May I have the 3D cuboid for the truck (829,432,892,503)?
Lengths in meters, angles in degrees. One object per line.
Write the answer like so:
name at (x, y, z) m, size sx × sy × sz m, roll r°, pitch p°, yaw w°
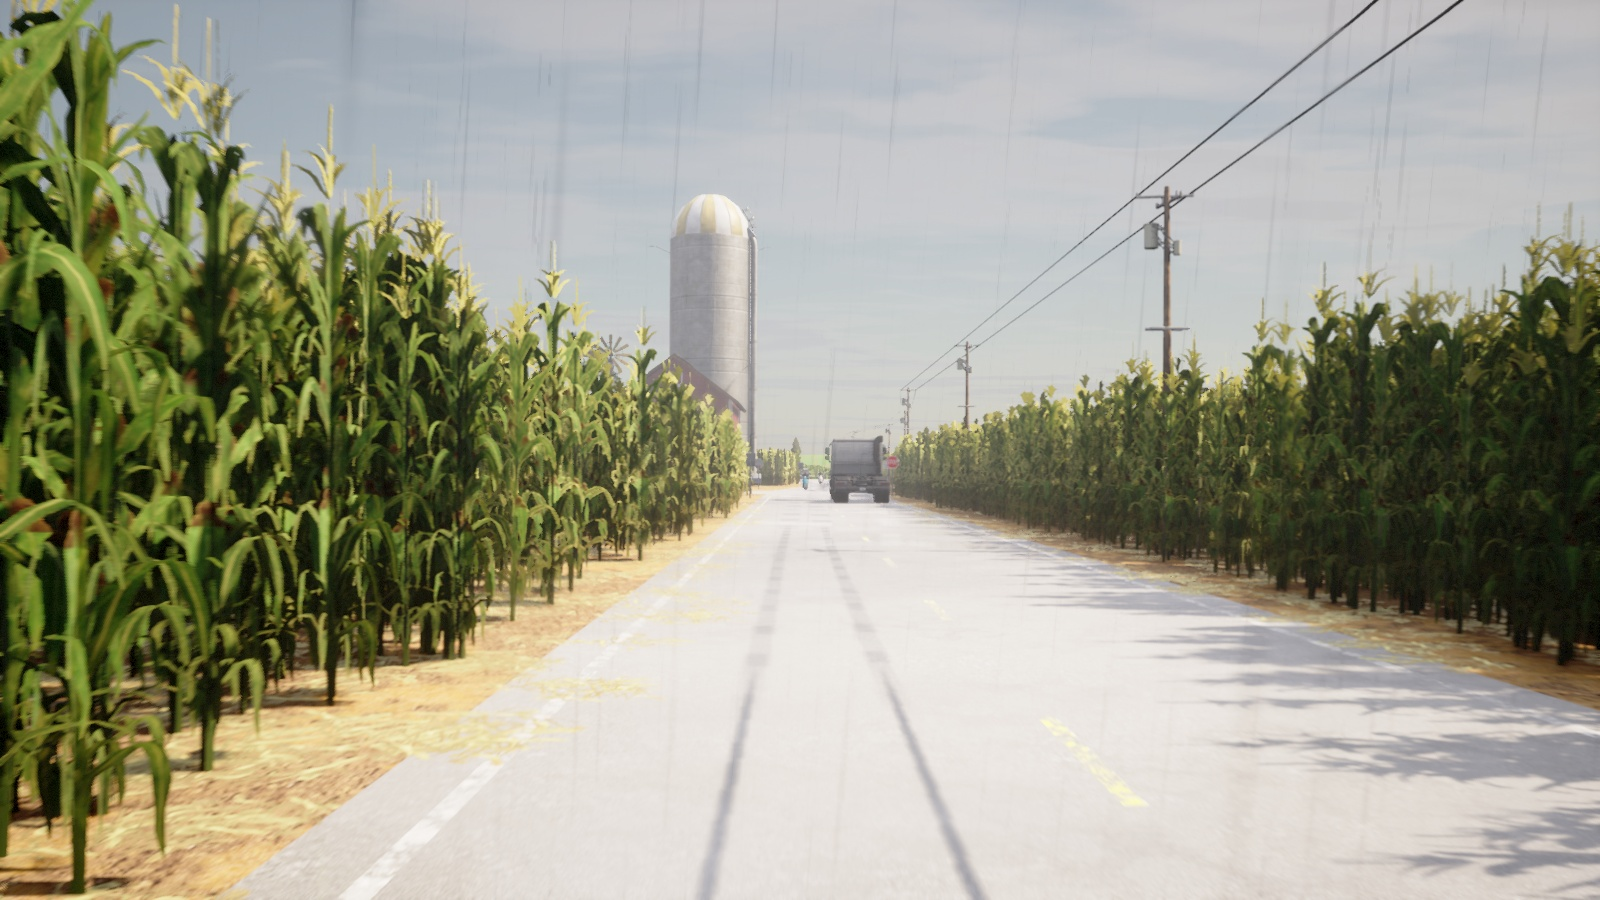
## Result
truck at (3.047, 0.912, 65.220) m, size 2.891 × 3.462 × 7.936 m, roll 0°, pitch -1°, yaw 0°
